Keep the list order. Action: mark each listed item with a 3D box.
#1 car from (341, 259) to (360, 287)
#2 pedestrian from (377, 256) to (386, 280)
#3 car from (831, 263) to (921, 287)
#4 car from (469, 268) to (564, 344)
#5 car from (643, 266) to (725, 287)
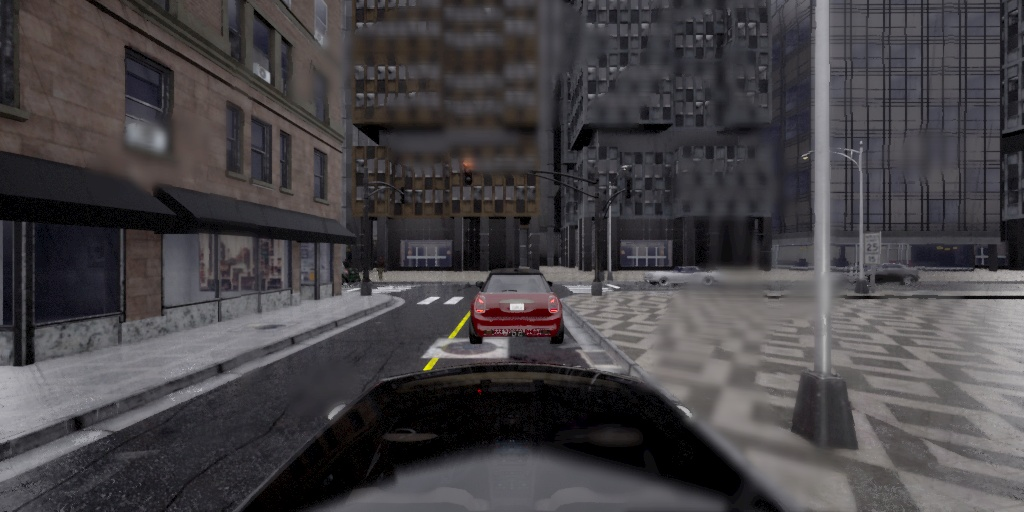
[{"bbox_3d":[-12.725,1.117,23.922,4.553,1.767,2.097,0,0,1],"label":"car"},{"bbox_3d":[-9.839,0.903,26.925,0.375,1.860,0.375,0,0,1],"label":"pedestrian"},{"bbox_3d":[23.664,1.205,23.520,4.902,1.511,2.128,0,0,1],"label":"car"},{"bbox_3d":[0.068,1.102,9.743,2.097,1.767,4.553,0,0,-1],"label":"car"},{"bbox_3d":[11.194,1.333,23.659,4.718,1.301,1.895,0,0,1],"label":"car"}]
